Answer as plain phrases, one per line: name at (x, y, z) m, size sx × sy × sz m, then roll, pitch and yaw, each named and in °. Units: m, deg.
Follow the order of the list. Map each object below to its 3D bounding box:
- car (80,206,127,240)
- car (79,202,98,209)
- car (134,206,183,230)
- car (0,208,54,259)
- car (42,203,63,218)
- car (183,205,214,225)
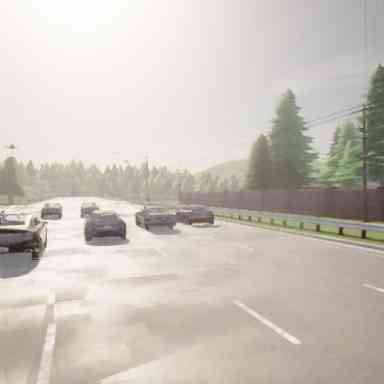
car at (-4.687, 1.655, 17.637) m, size 1.994 × 1.385 × 4.181 m, roll 0°, pitch 0°, yaw -19°
car at (-10.413, 1.730, 33.764) m, size 2.033 × 1.411 × 5.357 m, roll 0°, pitch 0°, yaw -20°
car at (-2.547, 1.643, 22.088) m, size 2.033 × 1.411 × 5.357 m, roll 0°, pitch 0°, yaw -20°
car at (-6.601, 1.574, 12.543) m, size 2.128 × 1.511 × 4.902 m, roll 0°, pitch 0°, yaw -19°
car at (-13.714, 1.743, 32.602) m, size 2.033 × 1.411 × 5.357 m, roll 0°, pitch 0°, yaw -20°
car at (0.108, 1.657, 25.066) m, size 1.994 × 1.385 × 4.181 m, roll 0°, pitch 0°, yaw -20°
